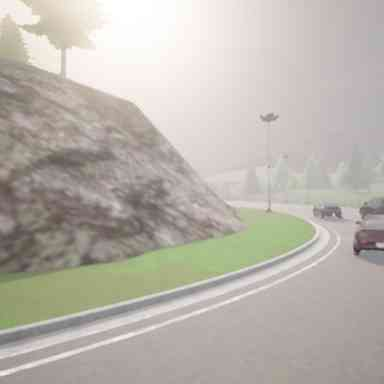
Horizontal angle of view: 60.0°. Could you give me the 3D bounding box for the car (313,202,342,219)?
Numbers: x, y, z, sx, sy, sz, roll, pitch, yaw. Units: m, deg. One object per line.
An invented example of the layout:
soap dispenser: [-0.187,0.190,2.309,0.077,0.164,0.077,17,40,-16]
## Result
car: [13.007,1.773,32.125,1.837,1.490,4.892,0,-1,8]

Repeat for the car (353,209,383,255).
car: [7.518,1.626,13.137,1.812,1.442,4.674,0,-1,31]

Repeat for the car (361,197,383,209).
car: [15.920,1.429,27.703,2.150,2.045,5.566,0,-1,10]
